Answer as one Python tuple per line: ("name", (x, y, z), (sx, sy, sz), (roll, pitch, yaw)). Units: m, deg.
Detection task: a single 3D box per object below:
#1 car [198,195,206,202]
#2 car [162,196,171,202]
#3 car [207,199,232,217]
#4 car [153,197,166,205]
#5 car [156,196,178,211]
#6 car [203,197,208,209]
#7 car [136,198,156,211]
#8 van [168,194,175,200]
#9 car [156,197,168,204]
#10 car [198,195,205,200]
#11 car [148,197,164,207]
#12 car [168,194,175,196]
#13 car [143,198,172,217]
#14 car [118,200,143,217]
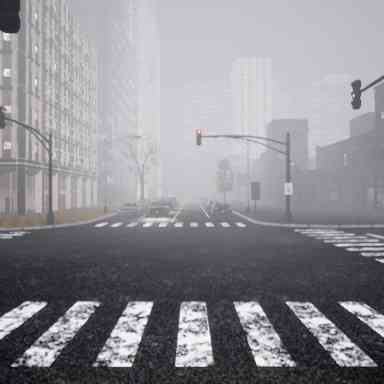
("car", (2.656, 1.582, 75.118), (2.008, 1.369, 4.403), (0, 0, 0))
("car", (-5.725, 1.613, 75.114), (1.802, 1.307, 4.206), (0, 0, 0))
("car", (2.677, 1.546, 30.792), (1.887, 1.381, 4.507), (0, 0, 0))
("car", (-5.717, 1.580, 58.492), (1.947, 1.339, 4.313), (0, 0, 0))
("car", (-3.116, 1.570, 40.931), (1.994, 1.385, 4.181), (0, 0, 0))
("car", (2.672, 1.588, 41.874), (1.802, 1.307, 4.206), (0, 0, 0))
("car", (-5.709, 1.531, 41.699), (1.752, 1.417, 4.829), (0, 0, 0))
("van", (-5.733, 1.392, 91.737), (1.690, 1.788, 3.998), (0, 0, 0))
("car", (-5.720, 1.585, 64.033), (1.947, 1.339, 4.313), (0, 0, 0))
("car", (2.648, 1.617, 91.741), (1.947, 1.339, 4.313), (0, 0, 0))
("car", (-5.714, 1.562, 52.951), (2.008, 1.369, 4.403), (0, 0, 0))
("car", (-3.113, 1.488, 50.914), (1.882, 1.535, 5.008), (0, 0, 0))
("car", (-3.132, 1.566, 30.968), (1.994, 1.385, 4.181), (0, 0, -2))
("car", (-5.704, 1.584, 30.788), (1.802, 1.307, 4.206), (0, 0, 0))
